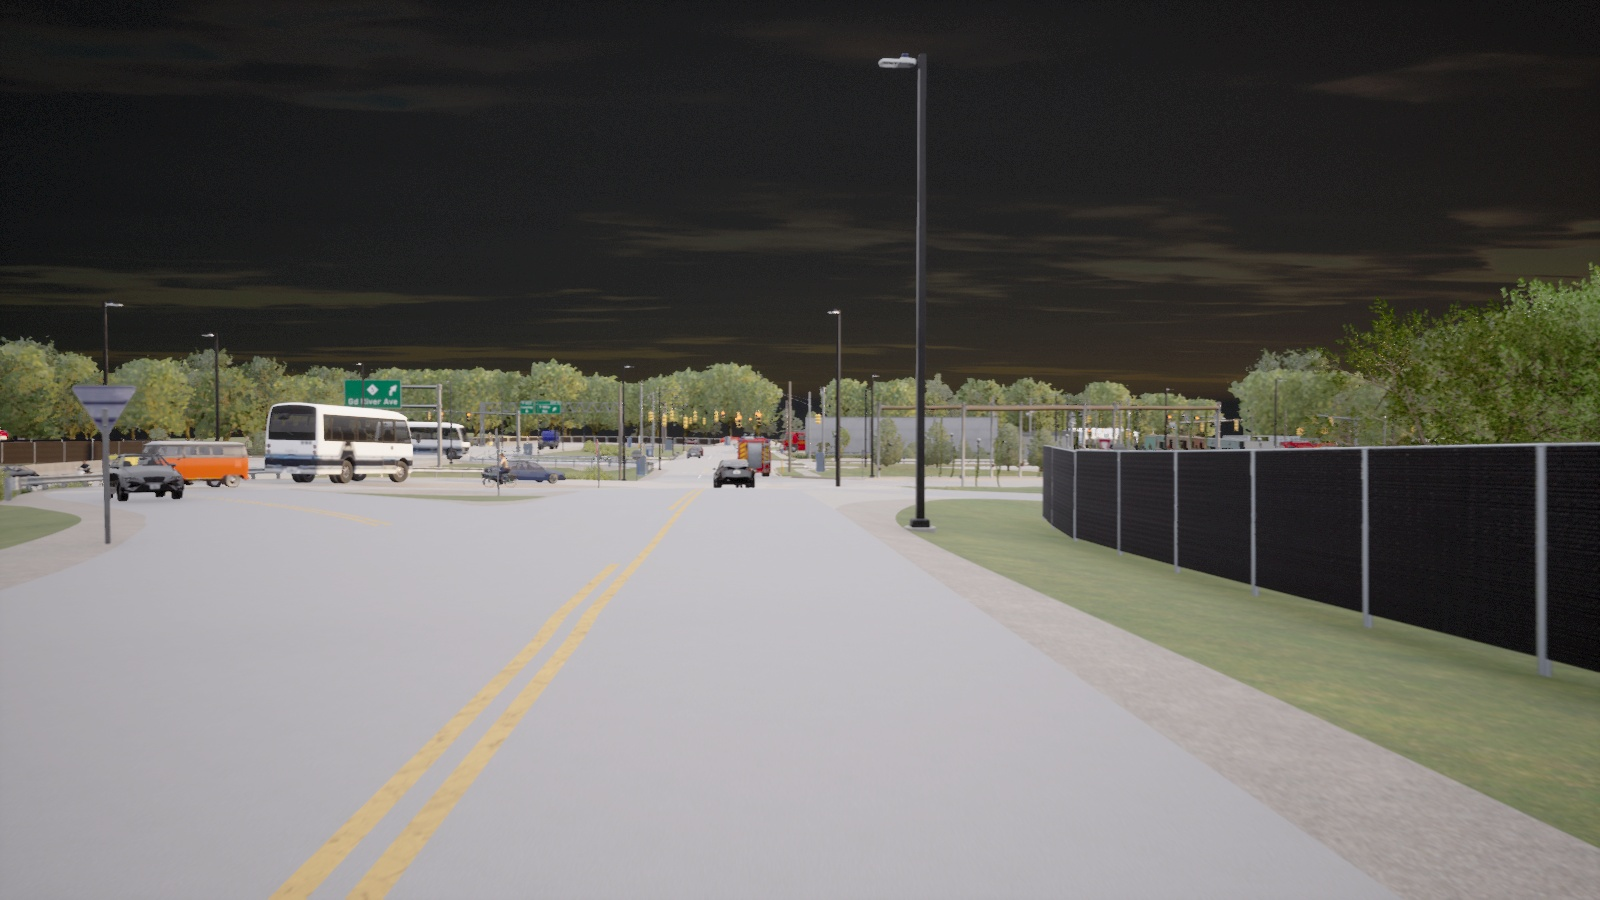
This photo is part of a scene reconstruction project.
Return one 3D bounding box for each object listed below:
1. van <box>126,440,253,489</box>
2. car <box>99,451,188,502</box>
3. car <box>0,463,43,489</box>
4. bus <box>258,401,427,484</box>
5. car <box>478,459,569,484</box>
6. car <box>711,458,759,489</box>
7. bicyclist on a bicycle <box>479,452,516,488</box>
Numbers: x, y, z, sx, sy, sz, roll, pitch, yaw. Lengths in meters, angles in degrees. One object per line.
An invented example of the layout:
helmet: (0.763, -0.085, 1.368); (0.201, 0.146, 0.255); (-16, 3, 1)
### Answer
van: (-25.511, 0.587, 52.596); (1.775, 1.987, 4.442); (-1, 0, 36)
car: (-20.649, 0.798, 39.400); (1.816, 1.474, 4.193); (-1, 0, -37)
car: (-47.604, 1.524, 75.304); (1.994, 1.385, 4.181); (0, 1, -3)
bus: (-25.321, -0.324, 70.362); (3.944, 4.253, 10.273); (1, -1, 12)
car: (-17.708, 1.394, 80.468); (5.357, 1.411, 2.033); (2, 1, -43)
car: (-3.373, 1.225, 64.524); (2.163, 1.488, 4.792); (0, -2, -7)
bicyclist on a bicycle: (-13.716, 0.916, 56.931); (1.509, 1.612, 0.866); (0, 0, -2)
